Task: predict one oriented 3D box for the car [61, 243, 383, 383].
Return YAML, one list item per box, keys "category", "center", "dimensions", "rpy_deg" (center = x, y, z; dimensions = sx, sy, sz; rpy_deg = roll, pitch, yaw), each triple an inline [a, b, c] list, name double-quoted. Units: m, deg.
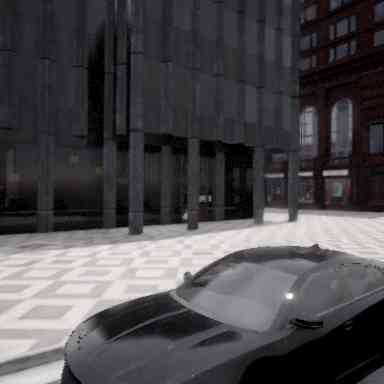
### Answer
- category: "car"
  center: [1.042, 1.473, 4.116]
  dimensions: [5.008, 1.535, 1.882]
  rpy_deg: [0, 0, -35]
